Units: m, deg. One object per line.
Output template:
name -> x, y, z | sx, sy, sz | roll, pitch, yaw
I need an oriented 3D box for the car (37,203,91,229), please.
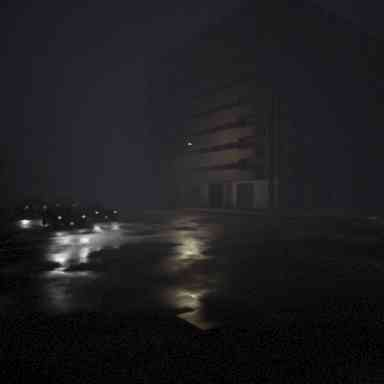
car -> -8.640, 1.626, 22.175 | 1.895, 1.301, 4.718 | 0, 0, -36

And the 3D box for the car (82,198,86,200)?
car -> -14.401, 1.514, 42.188 | 1.812, 1.442, 4.674 | 0, 0, -36

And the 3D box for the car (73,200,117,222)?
car -> -7.750, 1.608, 26.878 | 1.895, 1.301, 4.718 | 0, 0, -36

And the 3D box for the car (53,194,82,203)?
car -> -13.536, 1.360, 34.786 | 2.097, 1.767, 4.553 | 0, 0, -36

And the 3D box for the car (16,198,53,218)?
car -> -14.609, 1.378, 30.318 | 2.097, 1.767, 4.553 | 0, 0, -36
